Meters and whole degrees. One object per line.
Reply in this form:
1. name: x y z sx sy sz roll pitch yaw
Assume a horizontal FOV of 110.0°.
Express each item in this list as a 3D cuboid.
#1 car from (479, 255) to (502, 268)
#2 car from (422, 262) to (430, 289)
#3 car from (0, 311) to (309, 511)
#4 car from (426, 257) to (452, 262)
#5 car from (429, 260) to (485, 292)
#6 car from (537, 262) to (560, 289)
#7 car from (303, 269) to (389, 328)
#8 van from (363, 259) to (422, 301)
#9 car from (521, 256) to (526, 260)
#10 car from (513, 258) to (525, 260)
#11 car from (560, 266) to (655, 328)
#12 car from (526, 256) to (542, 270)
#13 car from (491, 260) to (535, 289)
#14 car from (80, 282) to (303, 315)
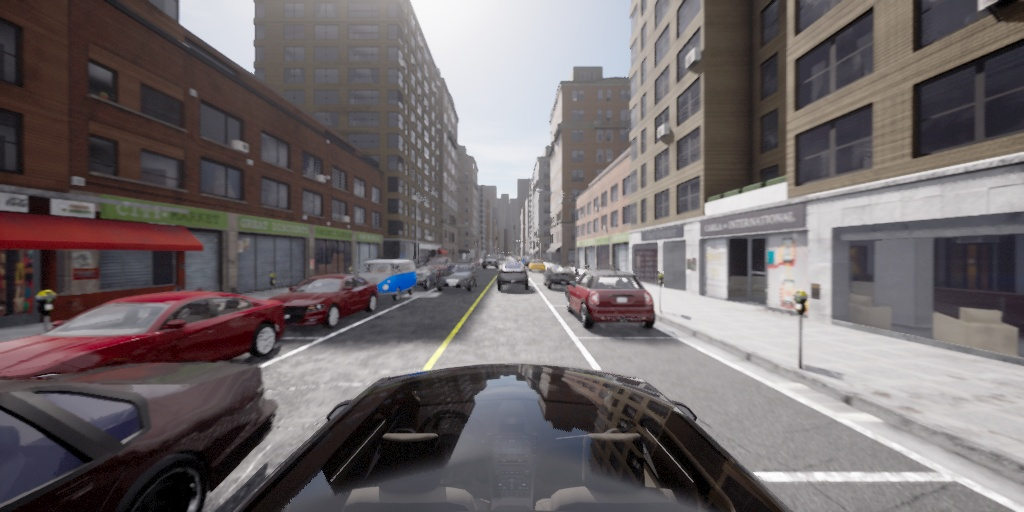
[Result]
1. car: -3.066 0.842 52.054 2.150 2.045 5.566 0 0 0
2. car: -5.665 1.241 22.112 2.007 1.370 4.403 0 0 0
3. car: -3.099 1.300 0.958 2.033 1.411 5.357 0 0 0
4. car: -5.664 0.992 27.562 2.192 1.841 5.009 0 0 0
5. car: -3.030 1.187 20.787 2.128 1.511 4.902 0 0 1
6. car: 2.860 1.241 22.142 2.007 1.370 4.403 0 0 0
7. car: -5.666 1.266 11.210 1.888 1.381 4.507 0 0 0
8. van: -5.666 1.046 16.661 1.690 1.789 3.998 0 0 0
9. car: 2.865 1.168 60.281 1.948 1.339 4.313 0 0 0
10. car: 0.090 1.194 40.380 2.033 1.411 5.357 0 0 0
11. car: 2.858 1.161 11.245 1.967 1.591 4.097 0 0 0
12. car: 3.005 1.094 43.913 1.801 1.575 5.366 0 0 0
13. car: 0.069 1.183 22.062 2.128 1.511 4.902 0 0 0
14. car: -5.667 1.283 5.760 1.888 1.381 4.507 0 0 0
